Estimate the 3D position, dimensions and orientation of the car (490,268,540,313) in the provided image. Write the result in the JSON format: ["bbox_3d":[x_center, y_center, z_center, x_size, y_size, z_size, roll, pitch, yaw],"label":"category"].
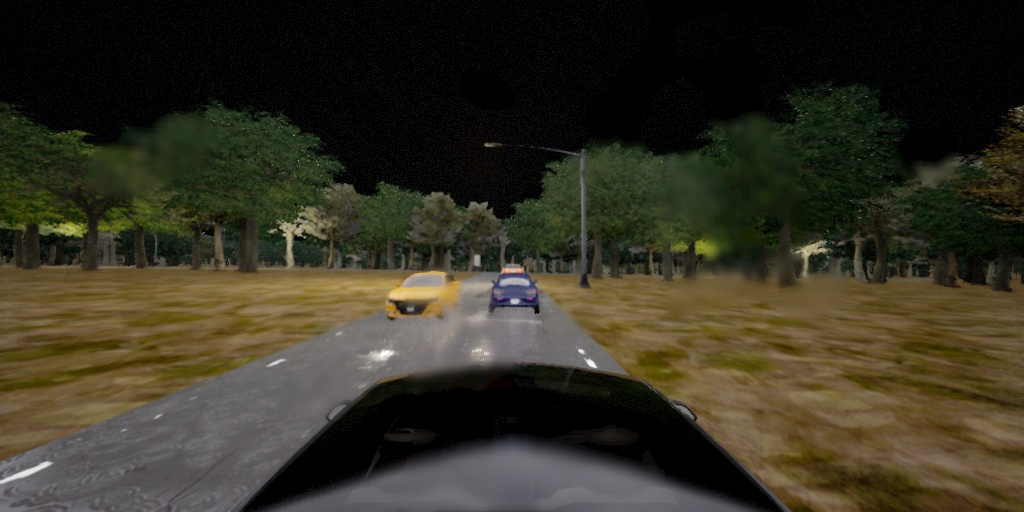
[{"bbox_3d":[0.098,1.389,14.496,1.812,1.442,4.674,0,0,0],"label":"car"}]

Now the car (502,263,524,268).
[{"bbox_3d":[0.095,1.468,33.728,2.097,1.767,4.553,0,-1,0],"label":"car"}]

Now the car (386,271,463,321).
[{"bbox_3d":[-3.001,1.328,13.140,1.882,1.535,5.008,0,-1,0],"label":"car"}]
